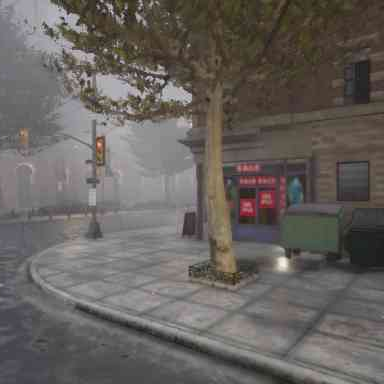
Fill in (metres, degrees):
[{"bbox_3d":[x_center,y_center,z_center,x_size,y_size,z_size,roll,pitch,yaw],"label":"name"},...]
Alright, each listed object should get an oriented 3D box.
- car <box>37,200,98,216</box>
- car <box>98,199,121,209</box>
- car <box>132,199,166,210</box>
[{"bbox_3d":[-12.510,1.547,33.172,2.033,1.411,5.357,0,0,36],"label":"car"},{"bbox_3d":[-12.005,1.595,45.138,1.895,1.301,4.718,0,0,36],"label":"car"},{"bbox_3d":[-5.463,1.601,42.818,1.895,1.301,4.718,0,0,36],"label":"car"}]
